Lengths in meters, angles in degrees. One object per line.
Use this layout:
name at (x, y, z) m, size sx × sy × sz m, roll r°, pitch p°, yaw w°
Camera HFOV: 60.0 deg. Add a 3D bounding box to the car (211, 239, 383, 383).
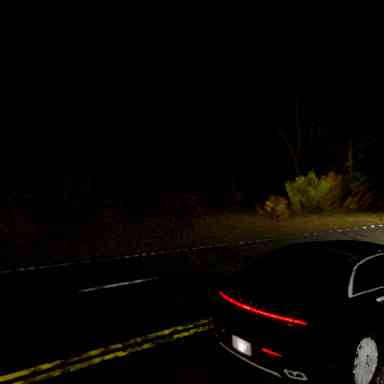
car at (2.545, 1.521, 5.255) m, size 4.892 × 1.490 × 1.837 m, roll 0°, pitch 0°, yaw -36°
